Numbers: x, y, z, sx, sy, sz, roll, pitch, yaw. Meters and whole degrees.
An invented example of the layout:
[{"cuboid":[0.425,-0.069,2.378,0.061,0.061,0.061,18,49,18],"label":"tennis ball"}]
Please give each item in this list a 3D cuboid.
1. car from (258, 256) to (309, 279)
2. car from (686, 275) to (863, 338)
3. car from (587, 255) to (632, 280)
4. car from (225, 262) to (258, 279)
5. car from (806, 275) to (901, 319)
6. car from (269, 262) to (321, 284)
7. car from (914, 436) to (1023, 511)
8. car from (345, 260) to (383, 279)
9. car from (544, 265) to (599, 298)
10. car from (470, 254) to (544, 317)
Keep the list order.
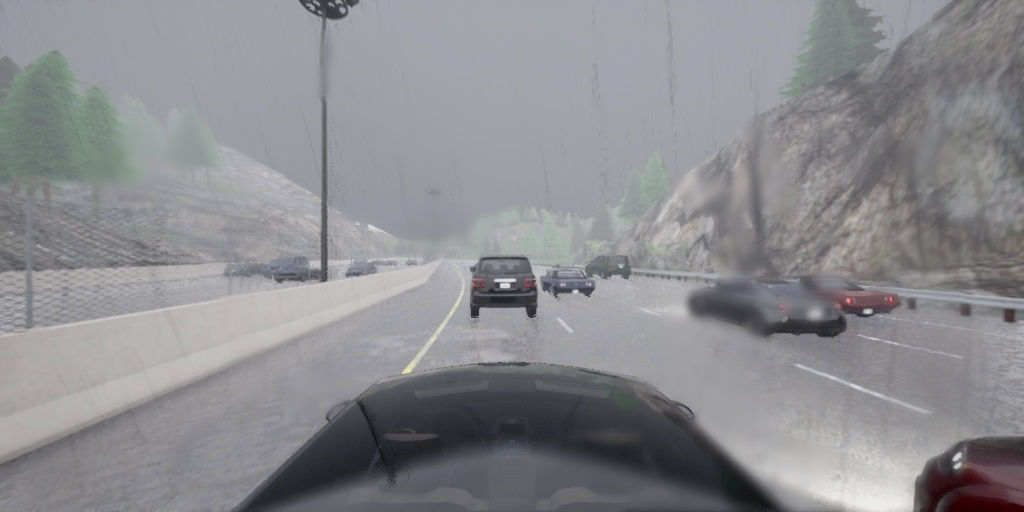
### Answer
[{"cuboid":[-20.728,0.995,33.317,2.150,2.045,5.566,0,0,-10],"label":"car"},{"cuboid":[6.784,1.293,10.130,1.994,1.385,4.181,0,0,-2],"label":"car"},{"cuboid":[8.209,0.935,30.893,2.150,2.045,5.566,0,0,-9],"label":"car"},{"cuboid":[-24.219,1.278,32.984,2.128,1.511,4.902,0,0,-10],"label":"car"},{"cuboid":[10.177,1.321,12.607,1.895,1.301,4.718,0,0,-3],"label":"car"},{"cuboid":[-16.233,1.371,27.535,1.895,1.301,4.718,0,0,-9],"label":"car"},{"cuboid":[3.515,1.307,0.468,1.994,1.385,4.181,0,0,0],"label":"car"},{"cuboid":[-13.497,1.309,32.564,2.033,1.411,5.357,0,0,-10],"label":"car"},{"cuboid":[2.696,1.334,18.571,1.895,1.301,4.718,0,0,-5],"label":"car"},{"cuboid":[-0.380,0.965,13.253,2.150,2.045,5.566,0,0,-4],"label":"car"}]
